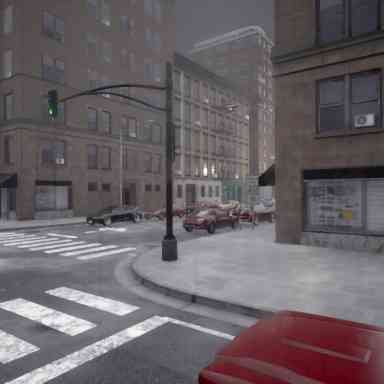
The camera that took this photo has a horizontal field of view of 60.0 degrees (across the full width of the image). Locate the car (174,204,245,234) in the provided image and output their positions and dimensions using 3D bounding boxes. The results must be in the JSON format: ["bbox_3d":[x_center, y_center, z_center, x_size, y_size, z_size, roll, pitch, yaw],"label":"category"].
[{"bbox_3d":[1.116,1.554,18.934,1.802,1.307,4.206,0,0,36],"label":"car"}]

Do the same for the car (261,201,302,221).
[{"bbox_3d":[7.648,1.494,28.042,1.752,1.417,4.829,0,0,36],"label":"car"}]

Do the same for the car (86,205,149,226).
[{"bbox_3d":[-5.406,1.588,23.610,1.947,1.339,4.313,0,0,36],"label":"car"}]

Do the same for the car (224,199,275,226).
[{"bbox_3d":[4.332,1.411,23.419,1.967,1.590,4.097,0,0,36],"label":"car"}]

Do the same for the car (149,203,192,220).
[{"bbox_3d":[-2.190,1.602,28.094,1.802,1.307,4.206,0,0,36],"label":"car"}]

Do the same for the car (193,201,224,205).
[{"bbox_3d":[1.026,1.563,32.579,1.887,1.381,4.507,0,0,36],"label":"car"}]

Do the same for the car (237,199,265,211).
[{"bbox_3d":[7.458,1.598,41.547,1.802,1.307,4.206,0,0,36],"label":"car"}]

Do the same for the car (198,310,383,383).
[{"bbox_3d":[2.294,1.601,2.052,4.718,1.301,1.895,0,0,36],"label":"car"}]

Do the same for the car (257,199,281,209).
[{"bbox_3d":[10.673,1.599,46.031,1.802,1.307,4.206,0,0,36],"label":"car"}]

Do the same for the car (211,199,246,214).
[{"bbox_3d":[4.142,1.542,36.925,1.752,1.417,4.829,0,0,36],"label":"car"}]
